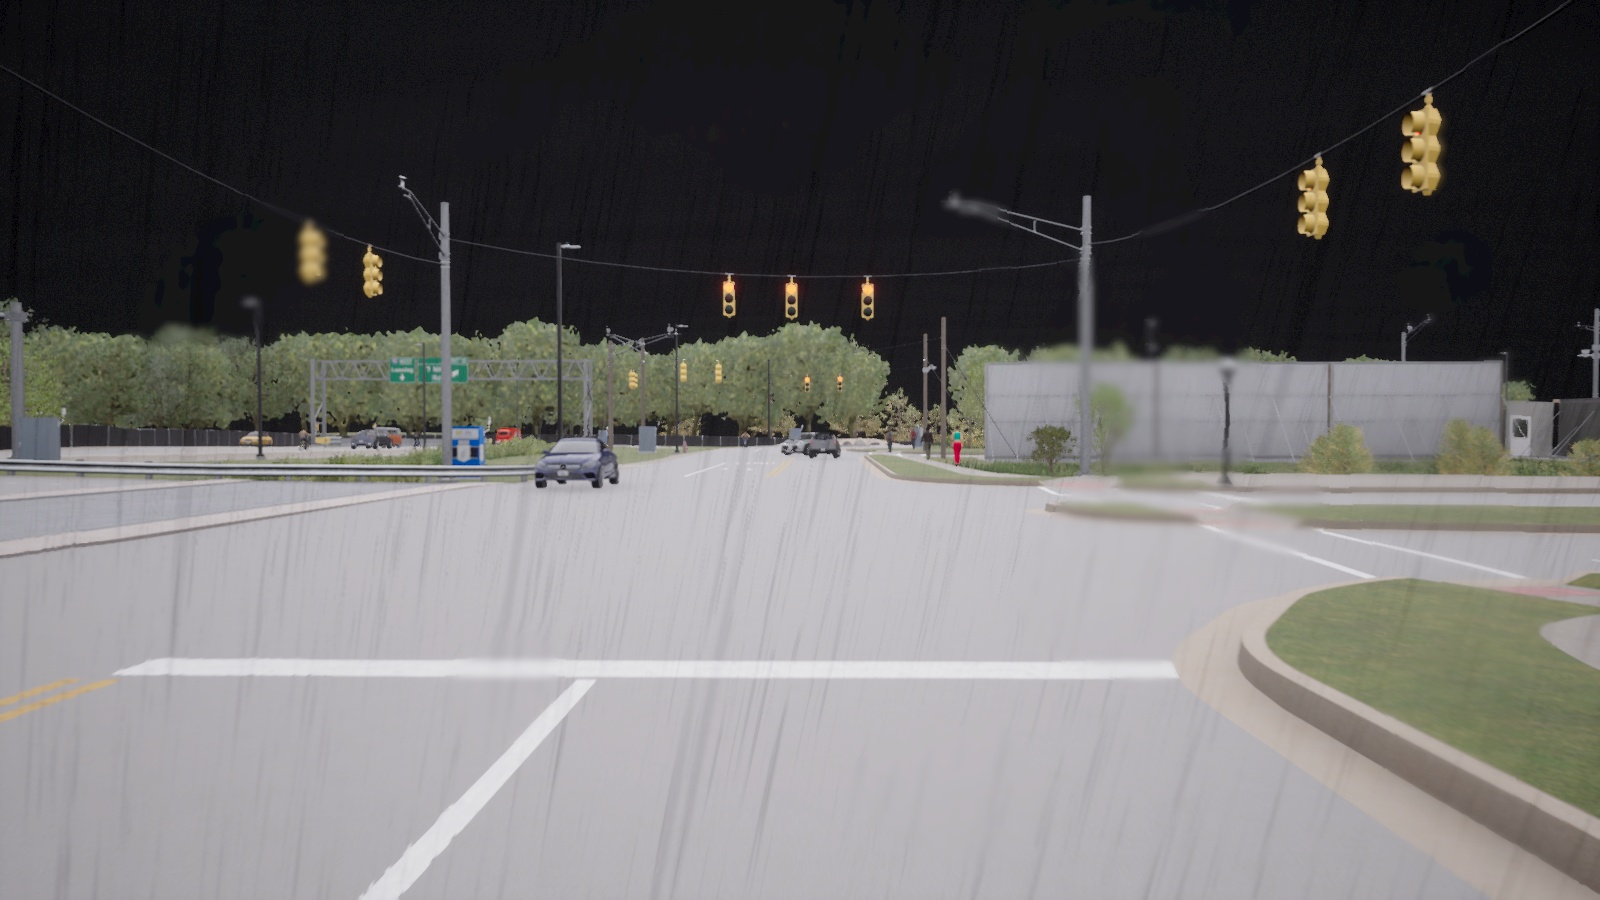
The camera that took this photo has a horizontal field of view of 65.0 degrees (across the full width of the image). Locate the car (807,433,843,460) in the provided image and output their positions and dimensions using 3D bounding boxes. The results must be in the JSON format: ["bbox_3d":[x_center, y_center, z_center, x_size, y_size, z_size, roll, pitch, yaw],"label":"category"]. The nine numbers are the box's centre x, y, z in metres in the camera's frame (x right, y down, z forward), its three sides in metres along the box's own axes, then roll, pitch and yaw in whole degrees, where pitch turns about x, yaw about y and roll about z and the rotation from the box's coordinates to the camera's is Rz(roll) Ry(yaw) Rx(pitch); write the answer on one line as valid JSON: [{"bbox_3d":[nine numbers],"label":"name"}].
[{"bbox_3d":[1.496,-0.228,74.405,1.845,1.501,3.633,0,1,5],"label":"car"}]

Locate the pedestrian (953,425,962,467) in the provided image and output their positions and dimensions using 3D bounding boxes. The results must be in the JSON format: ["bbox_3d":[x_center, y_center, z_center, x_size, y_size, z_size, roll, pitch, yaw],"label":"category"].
[{"bbox_3d":[7.055,-0.187,56.261,0.345,1.836,0.594,0,2,1],"label":"pedestrian"}]

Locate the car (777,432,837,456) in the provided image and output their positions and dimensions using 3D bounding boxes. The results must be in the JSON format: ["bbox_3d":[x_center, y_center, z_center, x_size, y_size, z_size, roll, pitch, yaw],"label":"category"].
[{"bbox_3d":[0.485,-0.401,81.711,1.970,1.475,3.806,1,1,39],"label":"car"}]

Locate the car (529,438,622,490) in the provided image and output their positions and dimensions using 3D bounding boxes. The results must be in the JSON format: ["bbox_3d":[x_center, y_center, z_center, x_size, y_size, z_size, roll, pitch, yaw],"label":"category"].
[{"bbox_3d":[-6.532,0.362,37.019,1.812,1.442,4.674,0,1,1],"label":"car"}]

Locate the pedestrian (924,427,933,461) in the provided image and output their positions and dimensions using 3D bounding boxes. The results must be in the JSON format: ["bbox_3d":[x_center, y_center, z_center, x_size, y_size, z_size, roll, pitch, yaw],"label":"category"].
[{"bbox_3d":[7.041,-0.349,68.826,0.431,1.840,0.703,0,2,6],"label":"pedestrian"}]
